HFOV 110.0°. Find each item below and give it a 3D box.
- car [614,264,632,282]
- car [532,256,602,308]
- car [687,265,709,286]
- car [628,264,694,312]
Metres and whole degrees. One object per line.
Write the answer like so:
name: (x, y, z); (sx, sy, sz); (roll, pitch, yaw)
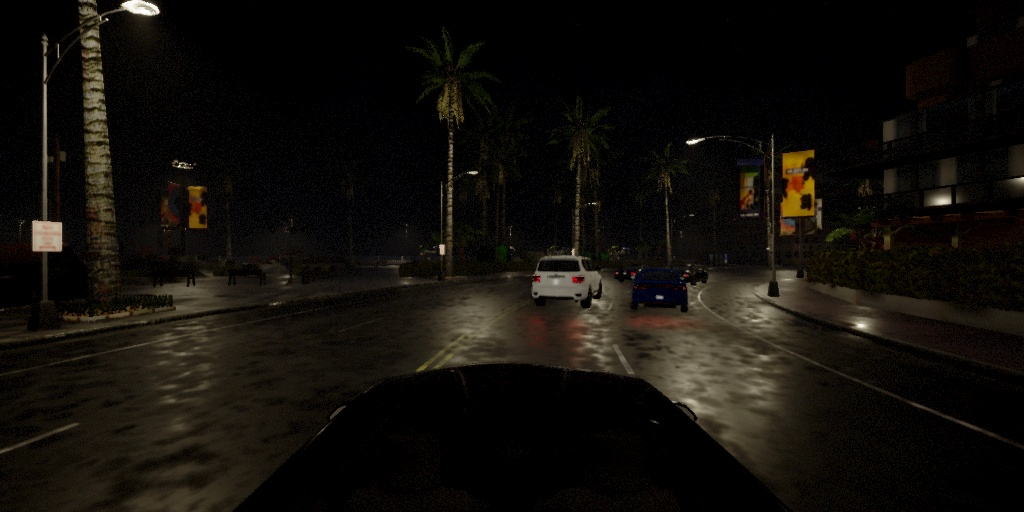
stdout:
car: (9.800, 1.311, 27.836); (2.033, 1.411, 5.357); (0, 0, 41)
car: (2.532, 1.005, 15.556); (2.150, 2.045, 5.566); (0, 0, 20)
car: (12.449, 1.311, 25.548); (2.033, 1.411, 5.357); (0, 0, 41)
car: (5.802, 1.232, 14.309); (1.882, 1.535, 5.008); (0, 0, 20)
